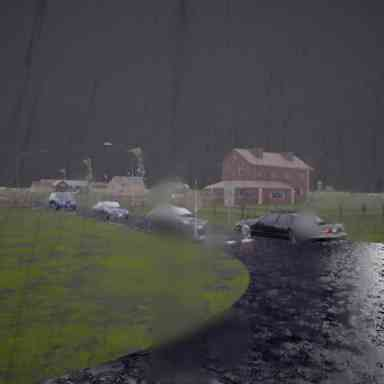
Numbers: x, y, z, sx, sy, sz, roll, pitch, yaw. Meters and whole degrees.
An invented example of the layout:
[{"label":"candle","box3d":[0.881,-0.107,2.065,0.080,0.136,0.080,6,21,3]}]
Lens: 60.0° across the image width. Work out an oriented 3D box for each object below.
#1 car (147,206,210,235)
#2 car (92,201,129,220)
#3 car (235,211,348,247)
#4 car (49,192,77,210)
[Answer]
[{"label":"car","box3d":[-0.936,1.528,19.043,1.812,1.442,4.674,1,0,-36]},{"label":"car","box3d":[-6.782,1.467,27.285,1.812,1.442,4.674,1,0,-35]},{"label":"car","box3d":[4.405,1.618,15.649,2.033,1.411,5.357,1,0,-35]},{"label":"car","box3d":[-15.492,1.060,39.715,2.150,2.045,5.566,1,1,-35]}]
